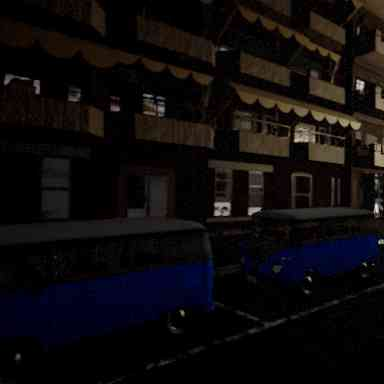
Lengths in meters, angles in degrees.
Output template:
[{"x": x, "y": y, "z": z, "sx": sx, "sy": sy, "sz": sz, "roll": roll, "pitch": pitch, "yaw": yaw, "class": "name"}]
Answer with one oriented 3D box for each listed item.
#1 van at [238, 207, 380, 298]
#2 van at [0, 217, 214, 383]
[{"x": 2.968, "y": 1.302, "z": 8.182, "sx": 3.998, "sy": 1.788, "sz": 1.690, "roll": 0, "pitch": 2, "yaw": -35, "class": "van"}, {"x": -1.537, "y": 1.333, "z": 4.971, "sx": 3.998, "sy": 1.788, "sz": 1.690, "roll": 0, "pitch": 2, "yaw": -35, "class": "van"}]
